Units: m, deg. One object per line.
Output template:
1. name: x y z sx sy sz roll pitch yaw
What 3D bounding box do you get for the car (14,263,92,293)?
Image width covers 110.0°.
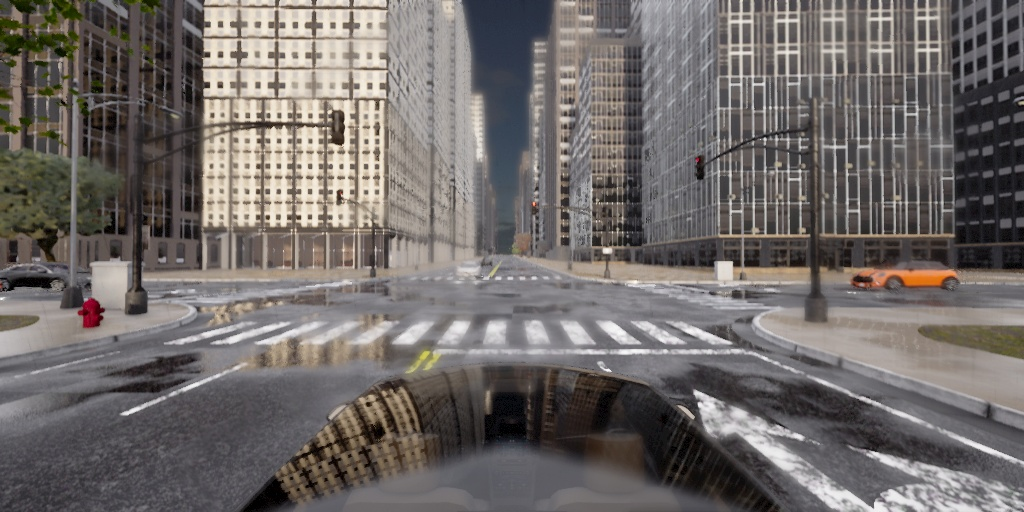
1. car: -24.682 1.130 19.266 4.902 1.511 2.128 0 -1 2

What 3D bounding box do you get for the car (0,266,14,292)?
1. car: -26.110 0.952 16.062 4.553 1.767 2.097 0 -1 2

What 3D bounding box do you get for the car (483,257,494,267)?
1. car: -4.051 0.985 58.134 1.837 1.490 4.892 0 0 -1

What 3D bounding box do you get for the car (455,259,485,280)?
1. car: -3.617 1.202 30.586 1.812 1.442 4.674 0 1 -1

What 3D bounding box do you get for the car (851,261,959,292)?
1. car: 22.570 1.099 20.763 4.553 1.767 2.097 0 -1 2
